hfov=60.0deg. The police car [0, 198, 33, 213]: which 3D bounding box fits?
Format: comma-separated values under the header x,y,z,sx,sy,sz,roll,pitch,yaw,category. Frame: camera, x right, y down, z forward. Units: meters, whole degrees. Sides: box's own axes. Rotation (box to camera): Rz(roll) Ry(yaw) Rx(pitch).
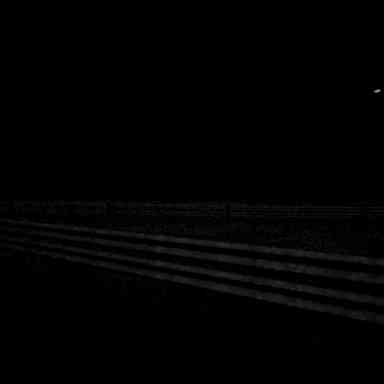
x,y,z,sx,sy,sz,roll,pitch,yaw,category
-20.232,1.456,36.935,5.238,1.638,1.930,0,0,18,police car
